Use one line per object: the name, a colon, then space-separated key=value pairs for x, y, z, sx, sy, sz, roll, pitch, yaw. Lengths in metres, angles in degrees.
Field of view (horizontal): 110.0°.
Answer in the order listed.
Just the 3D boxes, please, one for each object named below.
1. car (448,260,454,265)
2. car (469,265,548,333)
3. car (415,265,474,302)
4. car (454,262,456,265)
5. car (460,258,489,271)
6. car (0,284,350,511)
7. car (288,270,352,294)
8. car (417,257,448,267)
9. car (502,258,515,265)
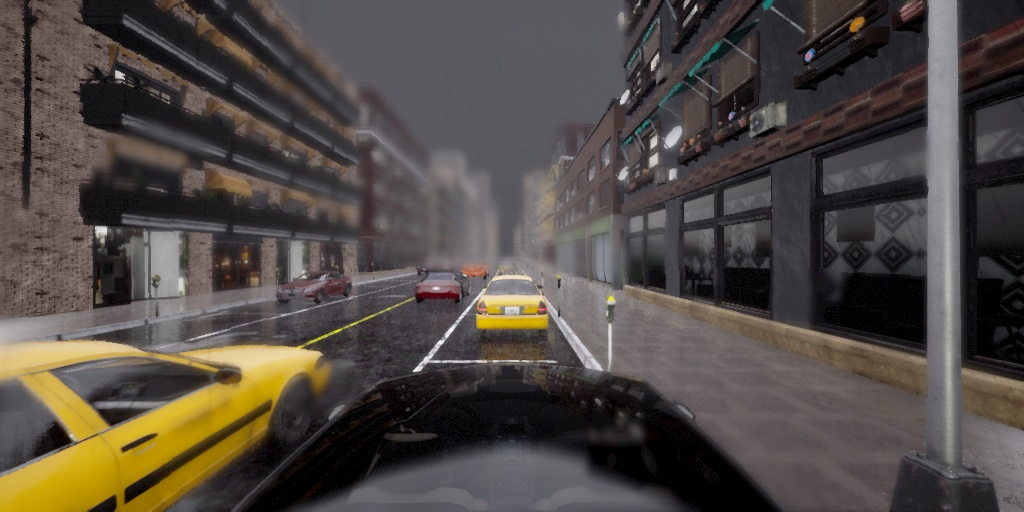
car: x=-8.837 y=1.188 z=44.643 sx=1.967 sy=1.591 sz=4.097 roll=0 pitch=0 yaw=0
car: x=0.005 y=1.207 z=10.689 sx=1.801 sy=1.575 sz=5.366 roll=0 pitch=0 yaw=0
car: x=-3.140 y=1.315 z=16.909 sx=1.994 sy=1.385 sz=4.181 roll=0 pitch=0 yaw=0
car: x=-8.837 y=1.293 z=50.280 sx=1.888 sy=1.381 sz=4.507 roll=0 pitch=0 yaw=0
car: x=-3.143 y=1.100 z=31.673 sx=2.097 sy=1.767 sz=4.553 roll=0 pitch=0 yaw=0
car: x=-3.145 y=1.205 z=2.223 sx=1.801 sy=1.575 sz=5.366 roll=0 pitch=0 yaw=0
car: x=-8.837 y=1.333 z=16.462 sx=1.802 sy=1.307 sz=4.207 roll=0 pitch=0 yaw=0
car: x=-8.837 y=1.064 z=39.007 sx=2.192 sy=1.841 sz=5.009 roll=0 pitch=0 yaw=0
car: x=-0.456 y=1.275 z=39.173 sx=1.751 sy=1.417 sz=4.829 roll=0 pitch=0 yaw=0
